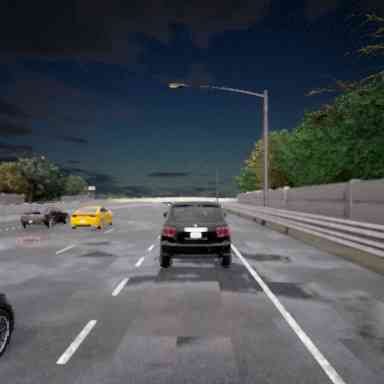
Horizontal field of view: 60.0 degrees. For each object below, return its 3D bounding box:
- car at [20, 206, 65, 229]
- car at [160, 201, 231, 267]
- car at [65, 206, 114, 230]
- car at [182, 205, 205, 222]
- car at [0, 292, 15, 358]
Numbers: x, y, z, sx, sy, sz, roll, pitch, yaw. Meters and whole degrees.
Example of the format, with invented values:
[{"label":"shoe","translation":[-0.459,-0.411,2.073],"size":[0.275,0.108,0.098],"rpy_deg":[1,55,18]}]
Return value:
[{"label":"car","translation":[-10.377,1.750,23.834],"size":[2.128,1.511,4.902],"rpy_deg":[0,-1,0]},{"label":"car","translation":[0.111,1.321,11.973],"size":[2.150,2.045,5.566],"rpy_deg":[0,-1,0]},{"label":"car","translation":[-6.878,1.729,23.395],"size":[1.882,1.535,5.008],"rpy_deg":[0,-1,0]},{"label":"car","translation":[0.129,1.945,30.904],"size":[1.994,1.385,4.181],"rpy_deg":[0,-1,0]},{"label":"car","translation":[-3.497,1.545,2.929],"size":[1.812,1.442,4.674],"rpy_deg":[0,0,0]}]
